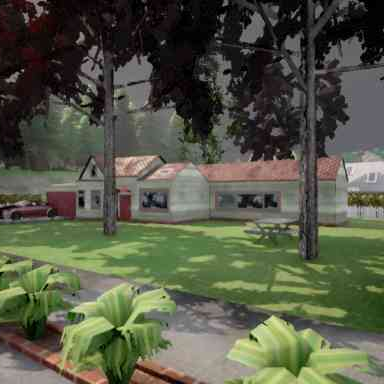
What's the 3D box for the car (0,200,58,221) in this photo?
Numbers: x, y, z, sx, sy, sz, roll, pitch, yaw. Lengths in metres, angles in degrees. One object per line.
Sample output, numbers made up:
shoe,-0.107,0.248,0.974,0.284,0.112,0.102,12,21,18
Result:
car,-11.977,1.298,24.190,1.994,1.381,4.181,0,0,36
